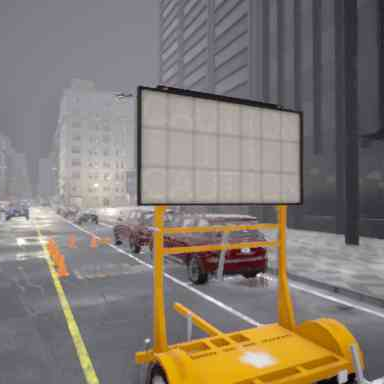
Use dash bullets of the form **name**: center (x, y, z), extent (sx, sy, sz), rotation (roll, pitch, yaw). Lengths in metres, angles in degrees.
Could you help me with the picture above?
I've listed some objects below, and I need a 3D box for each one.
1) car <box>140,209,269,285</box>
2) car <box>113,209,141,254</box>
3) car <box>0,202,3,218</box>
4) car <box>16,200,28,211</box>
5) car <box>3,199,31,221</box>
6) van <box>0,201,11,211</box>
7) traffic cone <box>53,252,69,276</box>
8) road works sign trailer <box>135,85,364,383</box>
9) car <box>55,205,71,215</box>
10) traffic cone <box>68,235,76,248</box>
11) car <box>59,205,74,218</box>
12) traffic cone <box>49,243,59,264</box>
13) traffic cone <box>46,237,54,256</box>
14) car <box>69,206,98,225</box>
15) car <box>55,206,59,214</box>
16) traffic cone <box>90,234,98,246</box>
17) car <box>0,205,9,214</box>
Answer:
- **car**: center (0.279, 1.570, 10.455), extent (2.192, 1.841, 5.009), rotation (1, -1, -26)
- **car**: center (-2.233, 1.684, 15.503), extent (2.192, 1.841, 5.009), rotation (1, -1, -26)
- **car**: center (-22.437, 2.246, 36.966), extent (1.967, 1.590, 4.097), rotation (1, -1, -26)
- **car**: center (-34.079, 2.645, 66.782), extent (2.150, 2.045, 5.566), rotation (1, -2, -26)
- **car**: center (-19.033, 2.027, 36.428), extent (2.150, 2.045, 5.566), rotation (1, -2, -26)
- **van**: center (-34.999, 2.664, 62.211), extent (1.690, 1.788, 3.998), rotation (1, -1, -26)
- **traffic cone**: center (-3.903, 2.193, 9.997), extent (0.340, 0.580, 0.340), rotation (1, -1, -26)
- **road works sign trailer**: center (0.359, 0.573, 4.334), extent (2.380, 3.560, 2.880), rotation (1, -2, -26)
- **car**: center (-19.817, 2.661, 50.834), extent (1.887, 1.381, 4.507), rotation (1, -1, -26)
- **traffic cone**: center (-5.680, 2.325, 15.812), extent (0.340, 0.580, 0.340), rotation (1, -1, -26)
- **car**: center (-14.793, 2.349, 40.740), extent (1.967, 1.590, 4.097), rotation (1, -1, -26)
- **traffic cone**: center (-4.794, 2.233, 11.786), extent (0.340, 0.580, 0.340), rotation (1, -1, -26)
- **traffic cone**: center (-5.685, 2.273, 13.577), extent (0.340, 0.580, 0.340), rotation (1, -1, -26)
- **car**: center (-9.769, 2.249, 30.642), extent (2.008, 1.369, 4.403), rotation (1, -1, -26)
- **car**: center (-17.305, 2.594, 45.785), extent (1.802, 1.307, 4.206), rotation (1, -1, -26)
- **traffic cone**: center (-4.785, 2.337, 16.257), extent (0.340, 0.580, 0.340), rotation (1, -1, -26)
- **car**: center (-29.974, 2.684, 52.108), extent (1.947, 1.339, 4.313), rotation (1, -1, -26)
